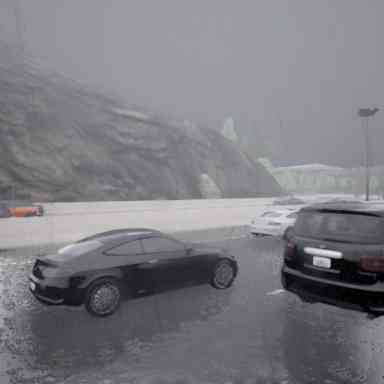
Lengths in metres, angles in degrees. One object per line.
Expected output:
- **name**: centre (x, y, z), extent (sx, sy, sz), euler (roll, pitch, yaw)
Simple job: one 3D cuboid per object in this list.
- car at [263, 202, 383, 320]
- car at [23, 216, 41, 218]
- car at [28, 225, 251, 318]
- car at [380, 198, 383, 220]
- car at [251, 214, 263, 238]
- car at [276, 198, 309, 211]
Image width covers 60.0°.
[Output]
- **car**: centre (4.233, 1.229, 7.050), extent (5.566, 2.045, 2.150), euler (0, 0, -38)
- **car**: centre (-13.721, 1.405, 24.437), extent (4.553, 1.767, 2.097), euler (0, 0, -37)
- **car**: centre (-1.053, 1.539, 7.437), extent (4.674, 1.442, 1.812), euler (0, 0, -36)
- **car**: centre (17.817, 1.377, 28.221), extent (4.553, 1.767, 2.097), euler (0, 0, -44)
- **car**: centre (4.838, 1.547, 16.504), extent (4.674, 1.442, 1.812), euler (0, 0, -39)
- **car**: centre (13.329, 1.601, 43.841), extent (2.033, 1.411, 5.357), euler (0, 0, 43)
